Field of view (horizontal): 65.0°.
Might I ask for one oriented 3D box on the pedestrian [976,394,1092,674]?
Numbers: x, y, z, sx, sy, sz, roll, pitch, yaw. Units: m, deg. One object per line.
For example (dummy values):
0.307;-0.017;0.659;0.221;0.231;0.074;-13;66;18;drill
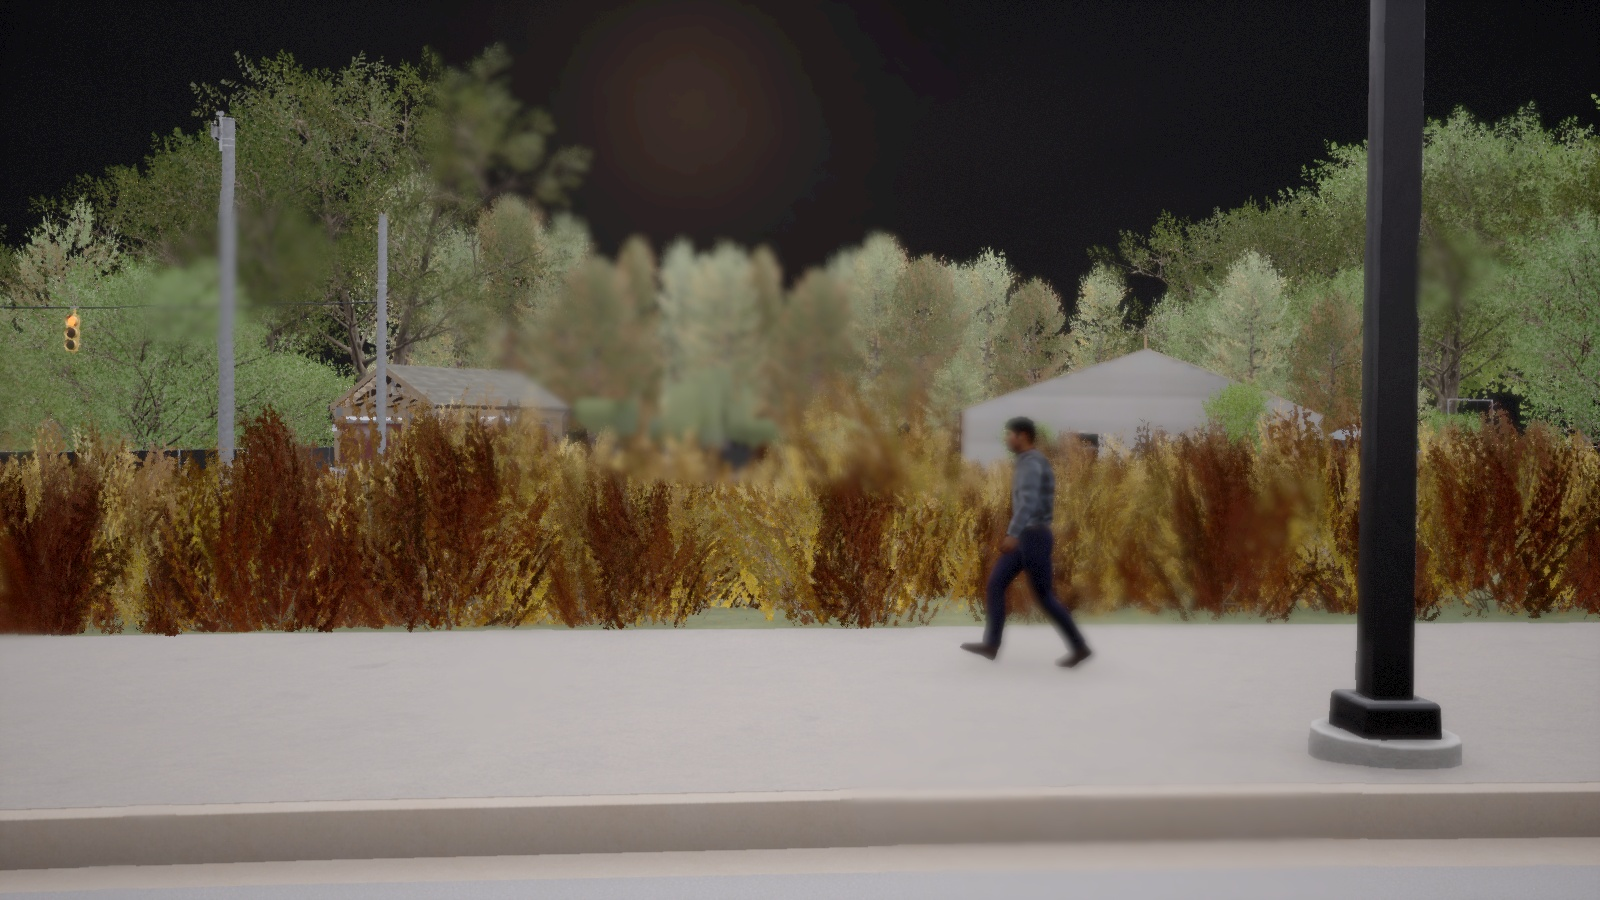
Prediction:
1.669;0.587;9.010;0.788;1.949;0.423;0;1;8;pedestrian
